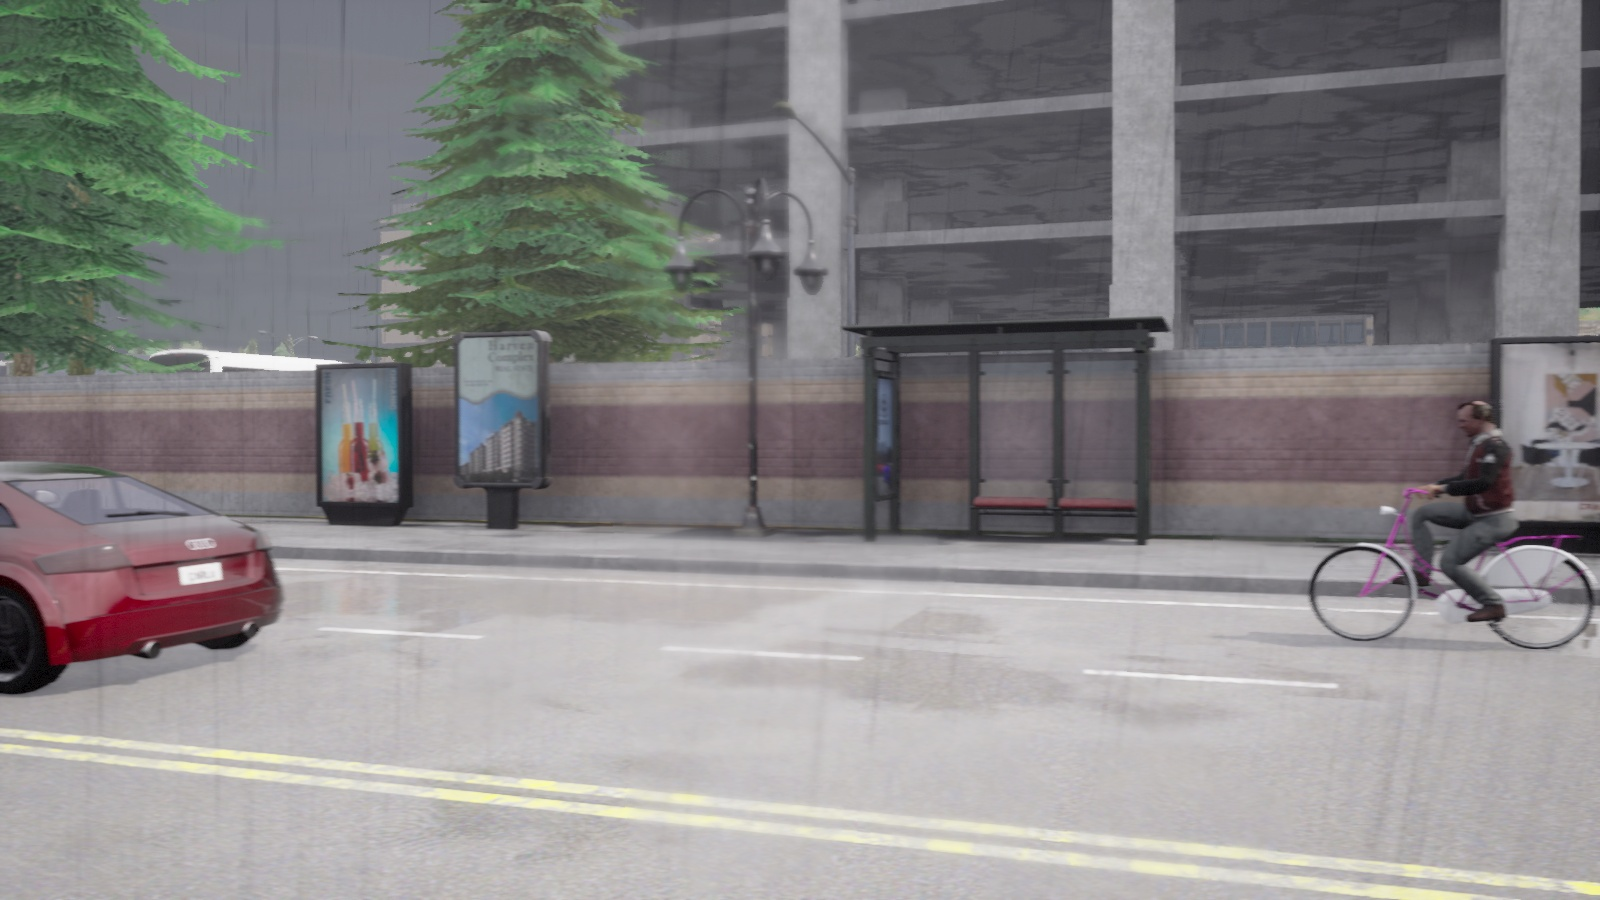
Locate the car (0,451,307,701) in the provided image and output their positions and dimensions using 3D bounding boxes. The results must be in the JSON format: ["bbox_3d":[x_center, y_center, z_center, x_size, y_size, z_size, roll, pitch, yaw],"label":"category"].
[{"bbox_3d":[-5.883,0.727,8.862,4.181,1.385,1.994,1,1,19],"label":"car"}]

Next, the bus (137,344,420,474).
[{"bbox_3d":[-18.899,-1.424,46.679,3.944,4.253,10.273,1,1,18],"label":"bus"}]

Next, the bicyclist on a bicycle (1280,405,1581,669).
[{"bbox_3d":[4.466,0.569,9.045,1.843,1.776,0.659,1,1,19],"label":"bicyclist on a bicycle"}]
